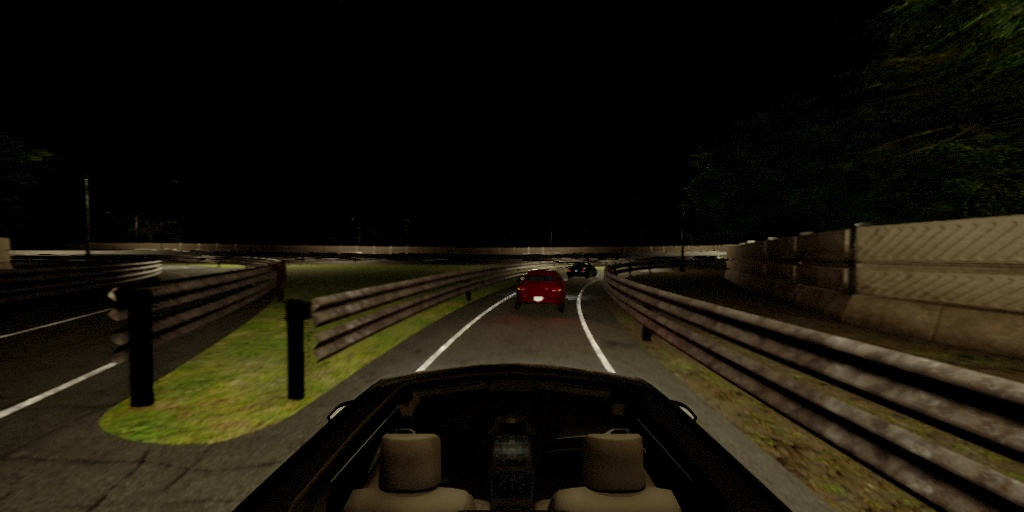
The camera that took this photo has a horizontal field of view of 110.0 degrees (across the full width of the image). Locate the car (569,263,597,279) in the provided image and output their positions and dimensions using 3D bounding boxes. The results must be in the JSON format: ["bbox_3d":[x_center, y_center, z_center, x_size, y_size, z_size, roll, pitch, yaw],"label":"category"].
[{"bbox_3d":[6.600,1.347,33.440,2.033,1.411,5.357,2,1,24],"label":"car"}]

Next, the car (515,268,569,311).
[{"bbox_3d":[1.273,1.304,14.608,1.812,1.442,4.674,1,0,9],"label":"car"}]
